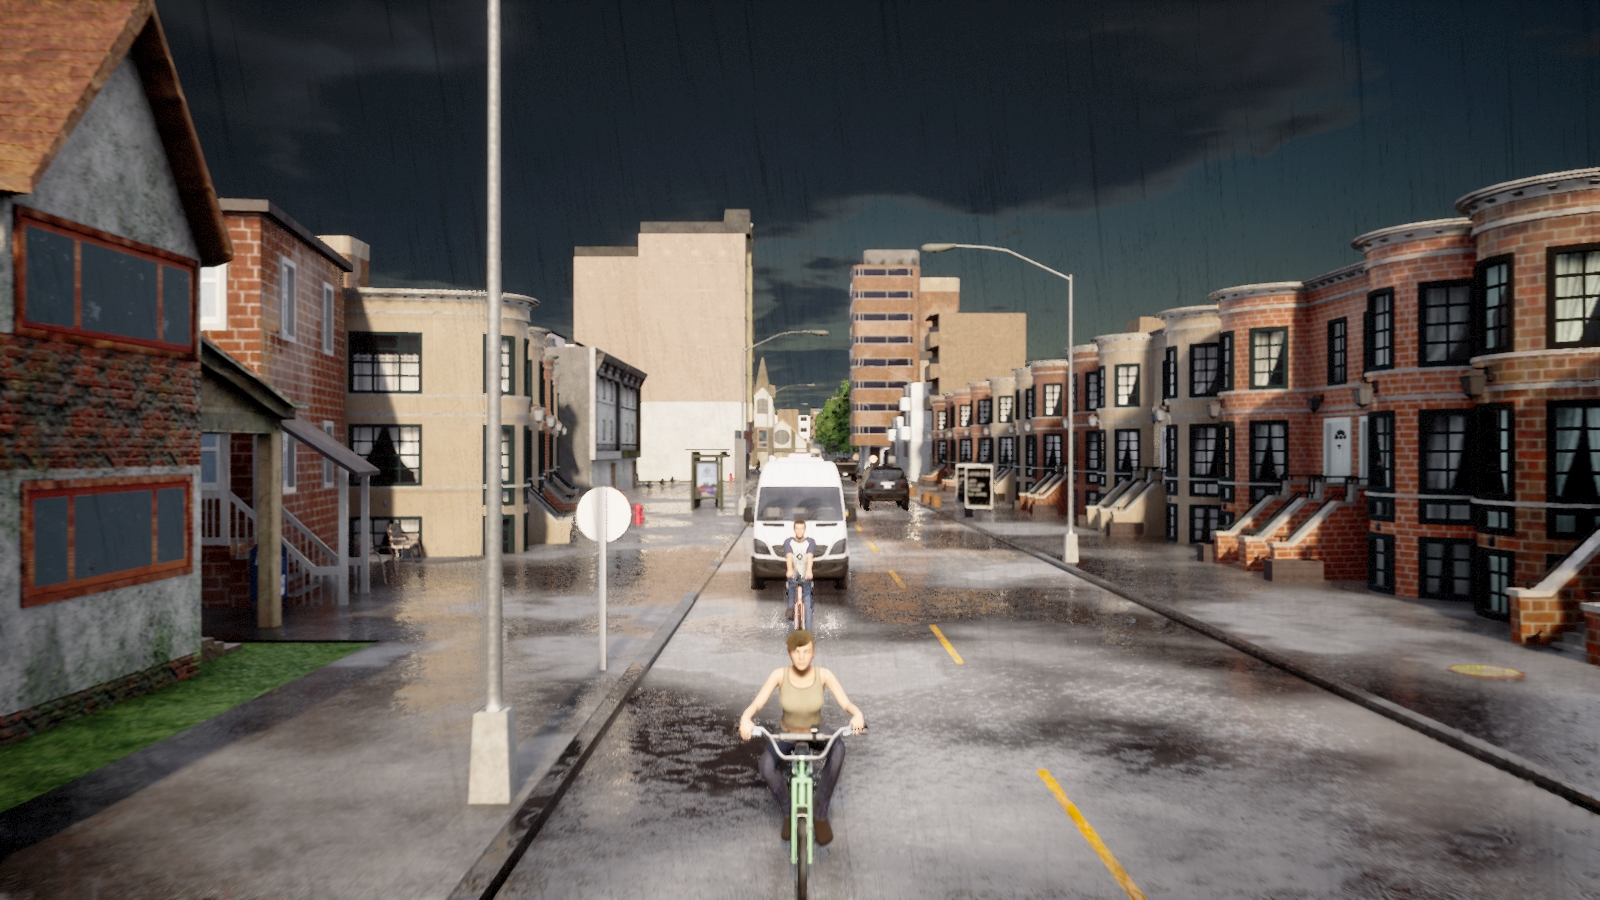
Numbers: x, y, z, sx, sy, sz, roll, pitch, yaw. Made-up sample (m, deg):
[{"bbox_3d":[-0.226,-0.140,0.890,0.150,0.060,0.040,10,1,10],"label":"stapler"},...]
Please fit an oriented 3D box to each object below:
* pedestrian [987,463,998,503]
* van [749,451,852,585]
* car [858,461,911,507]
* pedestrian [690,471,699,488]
[{"bbox_3d":[8.978,1.525,53.280,0.375,1.860,0.375,0,0,-34],"label":"pedestrian"},{"bbox_3d":[0.005,1.315,24.905,1.988,2.561,5.915,0,0,0],"label":"van"},{"bbox_3d":[4.004,1.559,54.880,2.150,2.045,5.566,0,0,0],"label":"car"},{"bbox_3d":[-6.930,1.909,75.132,0.500,1.100,0.500,0,0,9],"label":"pedestrian"}]
